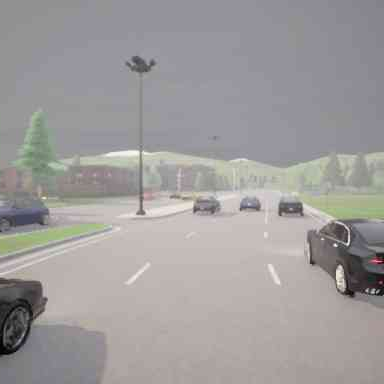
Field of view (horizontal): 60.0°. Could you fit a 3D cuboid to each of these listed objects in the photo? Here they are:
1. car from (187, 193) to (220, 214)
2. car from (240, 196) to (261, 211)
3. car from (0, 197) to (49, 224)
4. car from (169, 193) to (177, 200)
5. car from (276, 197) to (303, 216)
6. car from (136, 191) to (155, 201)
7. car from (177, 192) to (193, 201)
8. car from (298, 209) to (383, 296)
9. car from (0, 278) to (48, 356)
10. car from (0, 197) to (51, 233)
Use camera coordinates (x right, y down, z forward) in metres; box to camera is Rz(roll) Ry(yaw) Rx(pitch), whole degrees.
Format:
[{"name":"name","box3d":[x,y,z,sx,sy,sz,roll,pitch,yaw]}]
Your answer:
[{"name":"car","box3d":[1.371,1.114,29.609,2.128,1.511,4.902,0,1,13]},{"name":"car","box3d":[6.006,1.128,34.166,1.994,1.385,4.181,0,1,13]},{"name":"car","box3d":[-12.265,1.187,22.809,1.882,1.535,5.008,0,1,14]},{"name":"car","box3d":[-2.915,0.803,62.794,1.895,1.301,4.718,0,1,14]},{"name":"car","box3d":[8.135,1.122,27.807,1.882,1.535,5.008,0,1,13]},{"name":"car","box3d":[-7.906,0.629,56.865,2.097,1.767,4.553,0,1,14]},{"name":"car","box3d":[-0.628,0.749,57.300,1.882,1.535,5.008,0,1,13]},{"name":"car","box3d":[4.154,1.398,8.215,1.837,1.490,4.892,0,1,6]},{"name":"car","box3d":[-3.327,1.509,2.906,2.033,1.411,5.357,0,1,2]},{"name":"car","box3d":[-9.893,1.121,18.091,2.097,1.767,4.553,0,1,15]}]
